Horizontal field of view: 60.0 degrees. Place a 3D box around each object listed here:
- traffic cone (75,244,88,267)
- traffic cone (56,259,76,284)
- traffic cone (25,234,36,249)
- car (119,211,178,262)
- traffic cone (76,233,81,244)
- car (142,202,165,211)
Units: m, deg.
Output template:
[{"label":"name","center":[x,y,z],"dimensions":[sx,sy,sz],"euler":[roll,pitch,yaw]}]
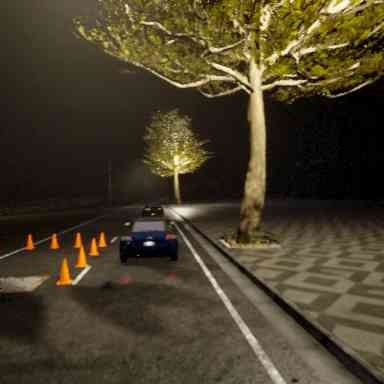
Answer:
[{"label":"traffic cone","center":[-3.483,2.037,10.537],"dimensions":[0.340,0.580,0.340],"euler":[-1,0,-6]},{"label":"traffic cone","center":[-3.266,2.027,8.549],"dimensions":[0.340,0.580,0.340],"euler":[-1,0,-6]},{"label":"traffic cone","center":[-6.900,2.107,14.187],"dimensions":[0.340,0.580,0.340],"euler":[-1,0,-6]},{"label":"car","center":[-1.587,1.627,12.559],"dimensions":[1.994,1.385,4.181],"euler":[-1,0,-6]},{"label":"traffic cone","center":[-4.912,2.079,14.405],"dimensions":[0.340,0.580,0.340],"euler":[-1,0,-6]},{"label":"car","center":[-3.485,1.675,29.925],"dimensions":[2.128,1.511,4.902],"euler":[-1,0,-6]}]
